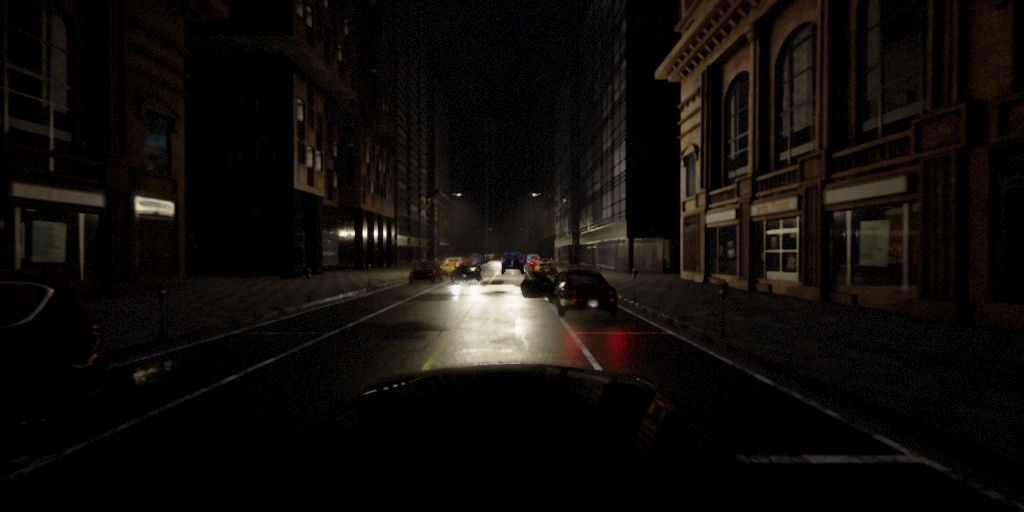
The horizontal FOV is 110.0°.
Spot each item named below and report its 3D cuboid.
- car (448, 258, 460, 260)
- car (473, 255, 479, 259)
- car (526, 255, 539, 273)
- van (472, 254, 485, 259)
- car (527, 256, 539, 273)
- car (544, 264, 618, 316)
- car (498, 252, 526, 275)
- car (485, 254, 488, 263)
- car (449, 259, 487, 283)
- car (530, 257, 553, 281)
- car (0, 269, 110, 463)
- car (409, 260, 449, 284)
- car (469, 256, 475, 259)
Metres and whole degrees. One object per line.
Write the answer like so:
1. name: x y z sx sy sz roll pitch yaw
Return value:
1. car: -5.761 1.014 29.986 1.751 1.417 4.829 0 0 0
2. car: -5.760 0.879 46.961 1.888 1.381 4.507 0 0 0
3. car: 2.765 0.931 41.367 1.888 1.381 4.507 0 0 0
4. van: -5.760 0.573 58.164 1.690 1.789 3.998 0 0 0
5. car: 2.764 0.982 35.766 1.888 1.381 4.507 0 0 0
6. car: 2.352 1.175 12.633 1.812 1.442 4.674 0 1 0
7. car: 0.039 0.660 35.768 2.150 2.045 5.566 0 1 0
8. car: -5.759 0.763 63.765 1.802 1.307 4.207 0 0 0
9. car: -3.096 1.096 25.384 1.994 1.385 4.181 0 1 0
10. car: 2.764 1.013 30.333 1.751 1.417 4.829 0 0 0
11. car: -5.763 1.061 2.148 2.192 1.841 5.009 0 0 0
12. car: -5.762 1.122 24.554 1.802 1.307 4.207 0 0 0
13. car: -5.761 0.931 41.359 1.888 1.381 4.507 0 0 0
